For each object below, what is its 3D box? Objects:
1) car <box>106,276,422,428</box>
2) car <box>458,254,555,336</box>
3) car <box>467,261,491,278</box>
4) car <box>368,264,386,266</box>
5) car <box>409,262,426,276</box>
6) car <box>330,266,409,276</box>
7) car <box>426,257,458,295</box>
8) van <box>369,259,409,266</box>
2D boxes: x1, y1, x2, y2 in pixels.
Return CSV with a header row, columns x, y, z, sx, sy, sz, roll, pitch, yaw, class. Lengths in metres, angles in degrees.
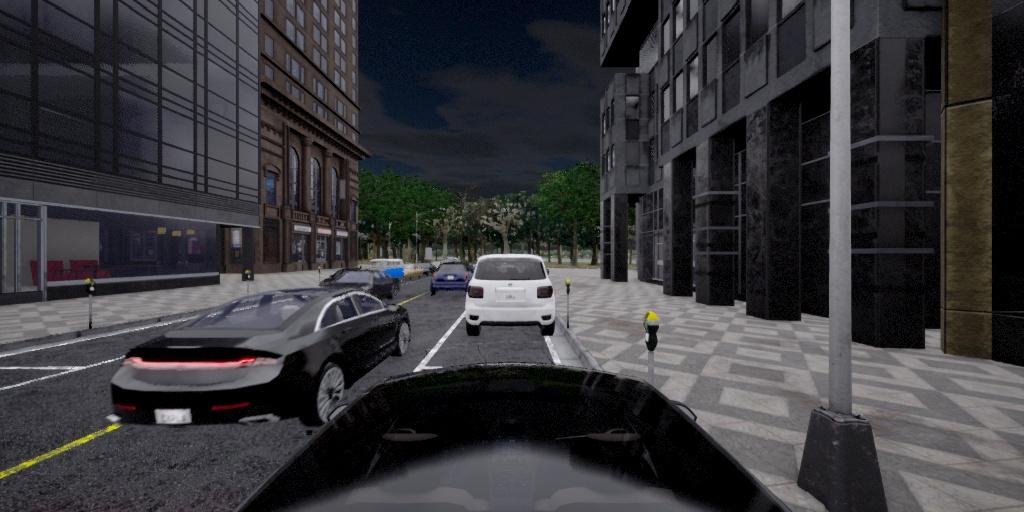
x,y,z,sx,sy,sz,roll,pitch,yaw,class
-3.044,1.239,5.642,2.128,1.511,4.902,0,0,0,car
-0.039,0.971,10.530,2.150,2.045,5.566,0,0,0,car
-3.142,1.282,34.927,1.812,1.442,4.674,0,0,0,car
-8.908,1.317,19.986,1.948,1.339,4.313,0,0,0,car
-8.908,1.280,30.691,1.751,1.417,4.829,0,0,0,car
-6.245,1.298,15.012,2.033,1.411,5.357,0,0,0,car
-3.046,1.102,19.862,2.097,1.767,4.553,0,0,0,car
-8.908,1.093,25.423,1.690,1.789,3.998,0,0,0,van
